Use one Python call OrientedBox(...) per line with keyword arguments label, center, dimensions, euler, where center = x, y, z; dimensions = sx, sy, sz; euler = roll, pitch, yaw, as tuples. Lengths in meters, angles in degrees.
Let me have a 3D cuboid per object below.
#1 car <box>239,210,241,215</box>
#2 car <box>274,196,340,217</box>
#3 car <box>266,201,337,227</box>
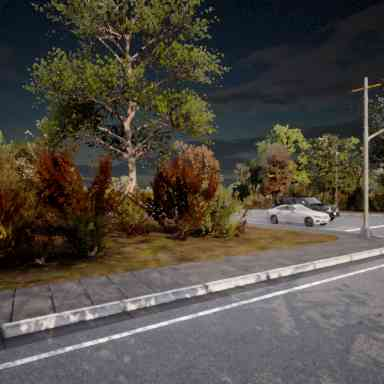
OrientedBox(label="car", center=(2.881, 1.590, 34.548), dimensions=(2.097, 1.767, 4.553), euler=(0, -1, -42))
OrientedBox(label="car", center=(9.110, 1.316, 27.273), dimensions=(2.150, 2.045, 5.566), euler=(0, -1, -37))
OrientedBox(label="car", center=(7.426, 1.600, 23.680), dimensions=(1.812, 1.442, 4.674), euler=(0, -1, -38))
